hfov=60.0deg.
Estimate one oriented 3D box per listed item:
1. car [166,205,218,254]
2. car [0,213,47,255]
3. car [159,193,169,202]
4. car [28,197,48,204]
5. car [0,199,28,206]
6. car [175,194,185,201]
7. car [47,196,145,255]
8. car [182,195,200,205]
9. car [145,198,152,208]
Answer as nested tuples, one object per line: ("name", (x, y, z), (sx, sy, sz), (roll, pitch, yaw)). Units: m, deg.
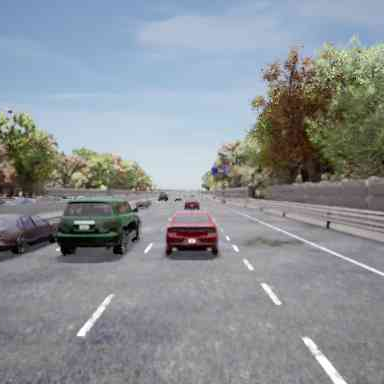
("car", (0.001, 1.496, 13.609), (1.882, 1.535, 5.008), (0, 0, 0))
("car", (-7.000, 1.565, 13.291), (2.033, 1.411, 5.357), (0, 0, 0))
("car", (-6.997, 1.337, 82.599), (2.150, 2.045, 5.566), (0, 0, 0))
("car", (-17.559, 1.405, 40.701), (2.097, 1.767, 4.553), (0, 0, 0))
("car", (-21.055, 1.579, 40.835), (1.812, 1.442, 4.674), (0, 0, 0))
("car", (-3.497, 1.715, 88.668), (1.895, 1.301, 4.718), (0, 0, 0))
("car", (-3.499, 1.240, 13.472), (2.150, 2.045, 5.566), (0, 0, 0))
("car", (0.001, 1.536, 43.100), (1.882, 1.535, 5.008), (0, 0, 0))
("car", (-7.000, 1.612, 48.497), (2.033, 1.411, 5.357), (0, 0, 0))
